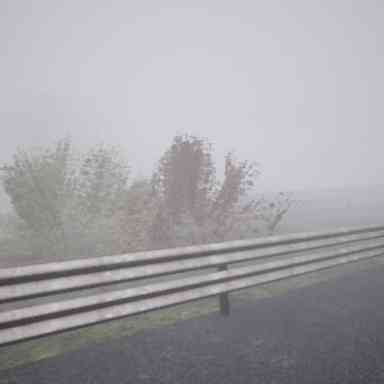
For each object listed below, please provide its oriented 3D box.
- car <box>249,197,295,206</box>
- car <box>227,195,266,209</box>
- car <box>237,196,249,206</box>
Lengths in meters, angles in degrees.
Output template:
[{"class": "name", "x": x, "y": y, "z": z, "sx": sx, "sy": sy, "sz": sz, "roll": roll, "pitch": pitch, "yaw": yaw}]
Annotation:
[{"class": "car", "x": 9.631, "y": 1.464, "z": 38.675, "sx": 4.902, "sy": 1.511, "sz": 2.128, "roll": -4, "pitch": 2, "yaw": -17}, {"class": "car", "x": 7.452, "y": 1.371, "z": 45.329, "sx": 4.892, "sy": 1.490, "sz": 1.837, "roll": -4, "pitch": 2, "yaw": -17}, {"class": "car", "x": 8.521, "y": 1.446, "z": 41.995, "sx": 4.674, "sy": 1.442, "sz": 1.812, "roll": -4, "pitch": 2, "yaw": -17}]
